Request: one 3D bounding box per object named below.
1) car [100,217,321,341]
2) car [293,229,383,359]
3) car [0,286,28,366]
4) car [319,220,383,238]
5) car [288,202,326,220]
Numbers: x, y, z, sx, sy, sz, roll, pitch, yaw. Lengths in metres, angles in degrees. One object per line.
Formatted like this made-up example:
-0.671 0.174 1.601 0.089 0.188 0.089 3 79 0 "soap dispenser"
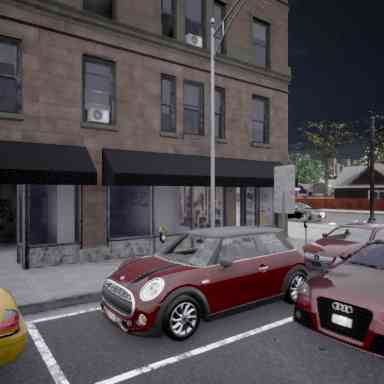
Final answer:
0.353 1.440 6.435 4.097 1.590 1.967 0 0 -35 "car"
3.658 1.564 5.674 4.181 1.385 1.994 0 0 -35 "car"
-4.282 1.525 3.137 4.829 1.417 1.752 0 0 -35 "car"
4.850 1.583 9.635 4.206 1.307 1.802 0 0 -35 "car"
8.431 1.592 27.071 2.128 1.511 4.902 0 0 -37 "car"
